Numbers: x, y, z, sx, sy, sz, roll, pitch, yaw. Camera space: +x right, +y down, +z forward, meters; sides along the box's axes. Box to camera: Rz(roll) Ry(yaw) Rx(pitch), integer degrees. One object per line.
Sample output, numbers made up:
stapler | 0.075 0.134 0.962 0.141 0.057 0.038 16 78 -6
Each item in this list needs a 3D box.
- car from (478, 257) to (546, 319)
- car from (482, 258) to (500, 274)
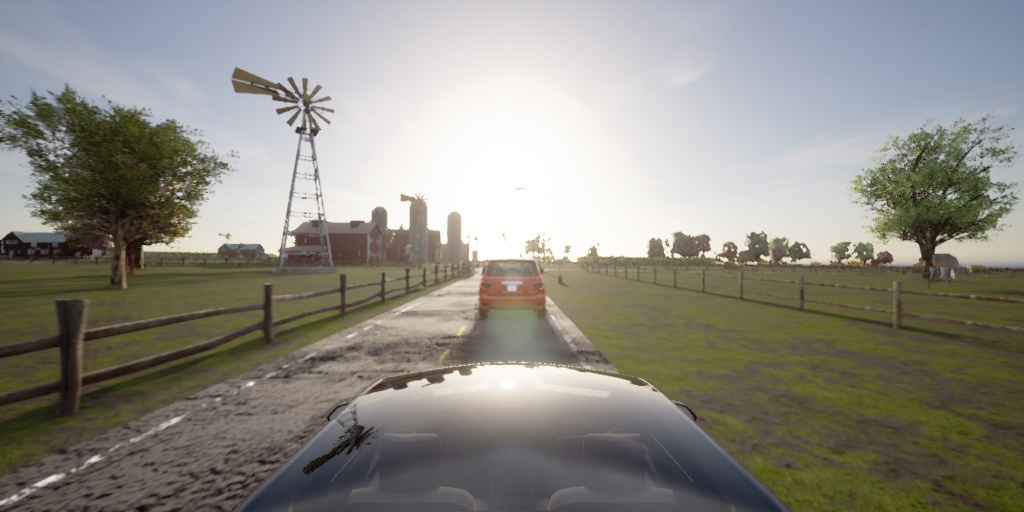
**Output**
car | 0.031 1.053 13.267 2.150 2.045 5.566 0 0 1
car | -2.798 1.308 49.331 2.150 2.045 5.566 0 -1 1
